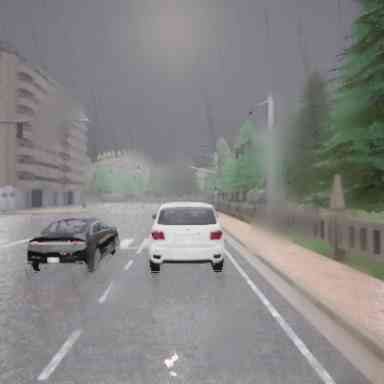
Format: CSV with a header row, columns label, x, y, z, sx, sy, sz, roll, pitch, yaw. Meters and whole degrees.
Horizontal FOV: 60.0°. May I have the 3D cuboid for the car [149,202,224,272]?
label,x,y,z,sx,sy,sz,roll,pitch,yaw
car,-0.214,1.356,11.454,2.150,2.045,5.566,0,-1,-2

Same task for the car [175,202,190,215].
label,x,y,z,sx,sy,sz,roll,pitch,yaw
car,-1.216,2.023,42.552,1.812,1.442,4.674,0,-1,-2

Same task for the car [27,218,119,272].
label,x,y,z,sx,sy,sz,roll,pitch,yaw
car,-3.762,1.630,11.299,2.128,1.511,4.902,0,-1,-1
